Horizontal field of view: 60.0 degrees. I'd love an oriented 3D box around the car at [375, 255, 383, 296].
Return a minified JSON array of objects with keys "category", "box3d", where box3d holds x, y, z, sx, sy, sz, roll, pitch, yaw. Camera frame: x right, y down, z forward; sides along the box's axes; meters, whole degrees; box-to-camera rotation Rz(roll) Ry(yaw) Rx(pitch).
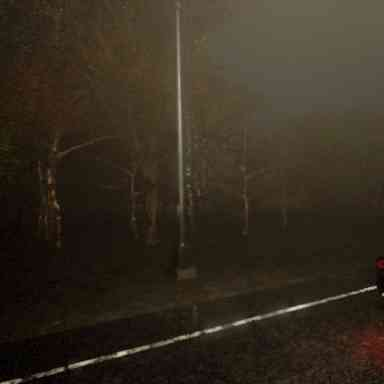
[{"category":"car","box3d":[6.245,1.637,7.538,5.008,1.535,1.882,0,-2,-31]}]
